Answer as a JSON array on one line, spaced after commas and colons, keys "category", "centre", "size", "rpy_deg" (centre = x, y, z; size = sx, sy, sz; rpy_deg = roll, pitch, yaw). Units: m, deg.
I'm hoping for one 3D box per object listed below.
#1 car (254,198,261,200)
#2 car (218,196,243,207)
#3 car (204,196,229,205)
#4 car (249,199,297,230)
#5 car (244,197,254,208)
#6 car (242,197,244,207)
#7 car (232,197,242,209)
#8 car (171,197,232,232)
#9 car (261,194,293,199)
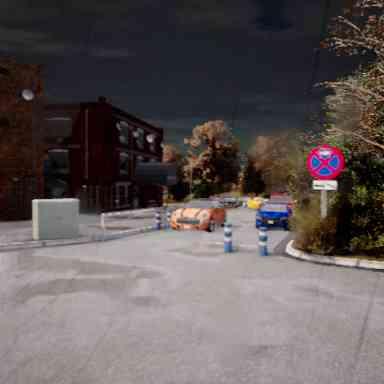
[{"category": "car", "centre": [8.864, 1.499, 37.813], "size": [2.231, 1.521, 4.892], "rpy_deg": [1, 0, 3]}, {"category": "car", "centre": [6.304, 1.524, 54.525], "size": [2.097, 1.535, 5.008], "rpy_deg": [0, 0, -19]}, {"category": "car", "centre": [4.357, 1.603, 60.052], "size": [2.231, 1.521, 4.892], "rpy_deg": [0, -2, -26]}, {"category": "car", "centre": [5.232, 1.421, 20.819], "size": [2.097, 1.535, 5.008], "rpy_deg": [1, 0, 20]}, {"category": "car", "centre": [8.743, 1.501, 43.552], "size": [2.097, 1.535, 5.008], "rpy_deg": [0, 0, -5]}, {"category": "car", "centre": [7.957, 1.488, 49.092], "size": [2.231, 1.521, 4.892], "rpy_deg": [0, 0, -13]}, {"category": "car", "centre": [4.856, 1.543, 44.307], "size": [1.994, 1.385, 4.181], "rpy_deg": [0, 0, -6]}, {"category": "car", "centre": [0.537, 1.168, 18.630], "size": [2.097, 1.767, 4.553], "rpy_deg": [1, 0, 20]}, {"category": "car", "centre": [7.084, 1.197, 26.522], "size": [2.435, 2.045, 5.566], "rpy_deg": [1, 0, 14]}]
